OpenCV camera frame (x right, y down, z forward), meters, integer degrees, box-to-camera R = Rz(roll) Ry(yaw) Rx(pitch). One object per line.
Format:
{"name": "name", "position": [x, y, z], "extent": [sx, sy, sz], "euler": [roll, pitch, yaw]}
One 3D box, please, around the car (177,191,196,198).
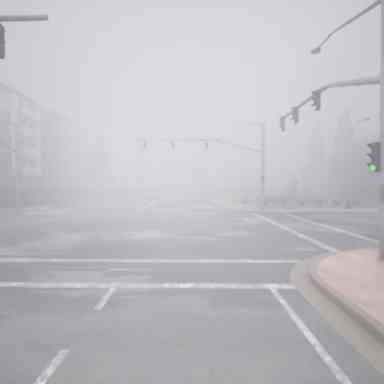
{"name": "car", "position": [-0.986, 0.398, 68.300], "extent": [2.033, 1.411, 5.357], "euler": [1, 1, 28]}

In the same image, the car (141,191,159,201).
{"name": "car", "position": [-6.447, 0.637, 51.702], "extent": [1.837, 1.490, 4.892], "euler": [0, 0, 8]}
